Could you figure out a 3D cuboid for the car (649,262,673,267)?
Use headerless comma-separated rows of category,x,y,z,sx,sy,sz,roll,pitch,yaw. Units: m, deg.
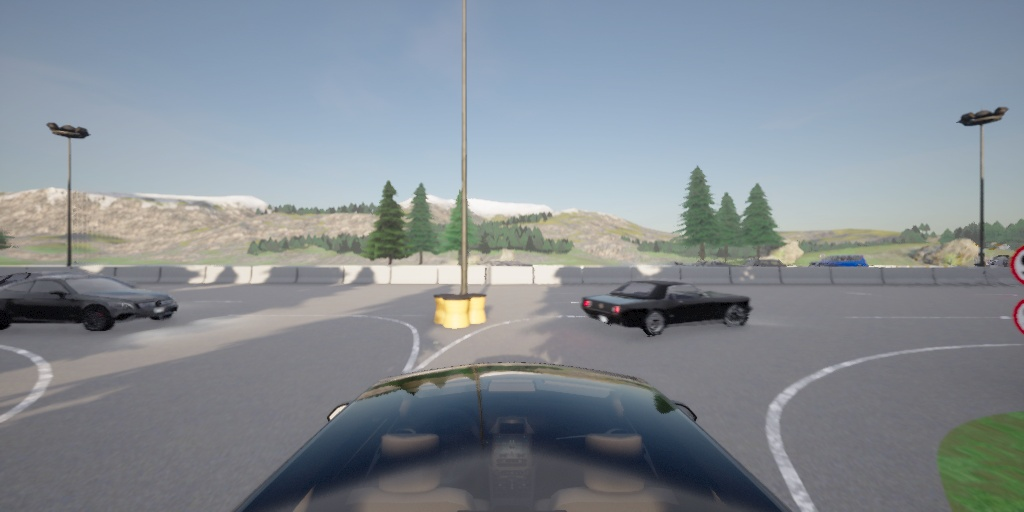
car,18.230,1.286,41.298,4.718,1.301,1.895,0,0,1

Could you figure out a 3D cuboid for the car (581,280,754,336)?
car,4.449,1.339,10.138,4.718,1.301,1.895,0,0,-22

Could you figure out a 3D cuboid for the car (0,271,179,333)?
car,-12.317,1.267,10.210,4.674,1.442,1.812,0,0,1

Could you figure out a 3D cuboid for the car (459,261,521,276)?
car,-1.889,1.198,31.203,4.902,1.511,2.128,0,0,1

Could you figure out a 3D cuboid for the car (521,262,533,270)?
car,-0.198,1.236,41.672,5.357,1.411,2.033,0,0,1

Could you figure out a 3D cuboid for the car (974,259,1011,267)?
car,45.147,1.257,33.157,4.181,1.385,1.994,0,0,8

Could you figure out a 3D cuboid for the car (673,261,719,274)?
car,18.542,1.188,34.287,4.902,1.511,2.128,0,0,1

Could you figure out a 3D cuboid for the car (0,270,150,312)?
car,-17.623,1.284,13.825,5.357,1.411,2.033,0,0,1

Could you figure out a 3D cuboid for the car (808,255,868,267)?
car,37.103,0.902,40.886,5.566,2.045,2.150,0,0,2

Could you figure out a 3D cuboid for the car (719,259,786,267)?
car,20.865,1.053,30.733,4.553,1.767,2.097,0,0,1
